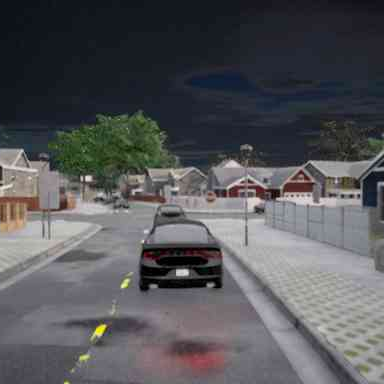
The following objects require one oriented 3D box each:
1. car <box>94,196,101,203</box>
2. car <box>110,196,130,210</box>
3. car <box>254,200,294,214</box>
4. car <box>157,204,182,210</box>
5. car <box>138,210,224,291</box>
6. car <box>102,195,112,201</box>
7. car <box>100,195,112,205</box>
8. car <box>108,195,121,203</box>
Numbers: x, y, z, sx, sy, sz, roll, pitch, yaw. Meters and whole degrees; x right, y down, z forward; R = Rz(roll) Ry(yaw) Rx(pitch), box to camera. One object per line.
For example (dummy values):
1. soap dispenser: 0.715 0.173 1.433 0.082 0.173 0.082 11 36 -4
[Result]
1. car: -20.428 1.630 73.230 2.033 1.411 5.357 -1 0 -24
2. car: -9.450 1.615 44.229 1.994 1.385 4.181 0 0 -16
3. car: 8.896 1.596 34.910 5.008 1.535 1.882 0 1 -17
4. car: -1.380 1.512 20.082 1.837 1.490 4.892 0 0 -7
5. car: -0.347 1.478 9.109 1.882 1.535 5.008 0 0 -4
6. car: -20.698 1.447 80.999 1.812 1.442 4.674 0 0 -22
7. car: -14.645 1.623 59.578 2.033 1.411 5.357 0 0 -21
8. car: -16.653 1.540 71.436 1.882 1.535 5.008 -1 0 -23
